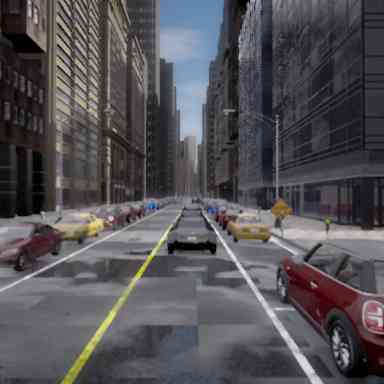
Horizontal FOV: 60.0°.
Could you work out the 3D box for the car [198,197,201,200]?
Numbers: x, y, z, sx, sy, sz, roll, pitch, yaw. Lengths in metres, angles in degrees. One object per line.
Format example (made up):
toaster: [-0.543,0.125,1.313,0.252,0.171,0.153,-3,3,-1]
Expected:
car: [2.762,2.184,67.240,1.887,1.381,4.507,0,-1,0]

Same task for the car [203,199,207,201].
car: [2.763,1.971,44.833,1.887,1.381,4.507,0,-1,0]

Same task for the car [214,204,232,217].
car: [2.764,1.758,22.425,1.887,1.381,4.507,0,-1,0]

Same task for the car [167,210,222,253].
car: [0.008,1.701,14.301,1.994,1.385,4.181,0,0,0]

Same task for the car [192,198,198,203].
car: [0.836,2.405,93.897,1.837,1.490,4.892,0,-1,0]

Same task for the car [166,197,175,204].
car: [-5.764,2.171,89.636,2.192,1.841,5.009,0,-1,0]

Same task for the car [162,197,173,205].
car: [-5.764,2.062,78.433,2.192,1.841,5.009,0,-1,0]

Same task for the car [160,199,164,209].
car: [-5.763,2.061,50.423,1.802,1.307,4.206,0,-1,0]

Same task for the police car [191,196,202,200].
police car: [0.854,2.226,84.004,1.930,1.638,5.238,0,-1,0]

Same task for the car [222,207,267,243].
car: [2.765,1.687,16.993,1.752,1.417,4.829,0,-1,0]

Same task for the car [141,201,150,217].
car: [-5.762,1.864,33.619,1.887,1.381,4.507,0,-1,0]

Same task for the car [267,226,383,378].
car: [2.766,1.494,5.620,1.967,1.590,4.097,0,-1,0]

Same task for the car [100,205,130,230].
car: [-5.761,1.654,22.417,1.967,1.590,4.097,0,-1,0]

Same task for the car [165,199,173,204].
car: [-5.765,2.383,84.032,1.802,1.307,4.206,0,-1,0]

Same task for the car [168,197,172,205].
car: [-5.763,2.080,67.229,1.967,1.590,4.097,0,-1,0]

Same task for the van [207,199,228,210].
van: [2.764,1.661,33.630,1.690,1.788,3.998,0,-1,0]

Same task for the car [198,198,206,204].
car: [2.760,2.421,89.647,1.947,1.339,4.313,0,-1,0]

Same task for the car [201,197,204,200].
car: [2.763,1.919,50.435,1.967,1.590,4.097,0,-1,0]

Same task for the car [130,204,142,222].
car: [-5.761,1.811,28.017,1.887,1.381,4.507,0,-1,0]

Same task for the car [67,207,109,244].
car: [-5.760,1.684,16.645,1.752,1.417,4.829,0,-1,0]

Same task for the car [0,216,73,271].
car: [-5.760,1.689,11.212,1.802,1.307,4.206,0,-1,0]

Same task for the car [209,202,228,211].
car: [2.764,1.811,28.026,1.887,1.381,4.507,0,-1,0]

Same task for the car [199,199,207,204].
car: [2.760,2.367,84.046,1.947,1.339,4.313,0,-1,0]

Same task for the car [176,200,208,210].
car: [0.004,1.771,29.290,2.128,1.511,4.902,0,0,0]

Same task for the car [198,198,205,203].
car: [2.760,2.462,95.249,2.008,1.369,4.403,0,-1,0]

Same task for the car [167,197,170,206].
car: [-5.763,2.152,61.626,1.947,1.339,4.313,0,-1,0]

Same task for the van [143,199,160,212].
van: [-5.762,1.767,44.825,1.690,1.788,3.998,0,-1,0]

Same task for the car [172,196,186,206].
car: [-3.004,2.221,71.742,2.033,1.411,5.357,0,-1,0]

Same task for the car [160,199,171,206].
car: [-5.764,2.259,72.829,1.947,1.339,4.313,0,-1,0]

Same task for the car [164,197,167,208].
car: [-5.763,1.973,56.026,1.967,1.590,4.097,0,-1,0]

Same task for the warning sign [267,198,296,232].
warning sign: [5.063,1.295,18.907,1.300,1.860,1.060,0,-1,0]
